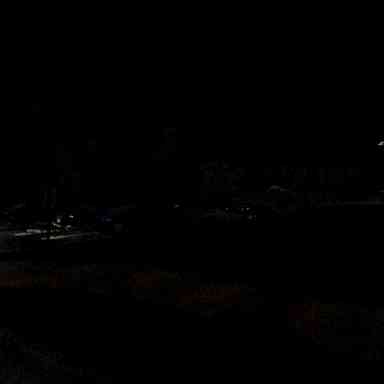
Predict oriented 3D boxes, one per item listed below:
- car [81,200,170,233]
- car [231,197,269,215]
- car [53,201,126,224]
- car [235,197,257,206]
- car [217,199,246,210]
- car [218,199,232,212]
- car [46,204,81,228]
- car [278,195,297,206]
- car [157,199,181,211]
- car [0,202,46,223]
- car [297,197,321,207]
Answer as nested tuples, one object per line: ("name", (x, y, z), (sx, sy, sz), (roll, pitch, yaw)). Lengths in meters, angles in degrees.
("car", (-3.849, 1.471, 20.110), (1.882, 1.535, 5.008), (0, 0, 36))
("car", (6.273, 1.497, 34.029), (1.837, 1.490, 4.892), (0, 0, 36))
("car", (-7.945, 1.537, 26.381), (2.033, 1.411, 5.357), (0, 0, 36))
("car", (9.075, 1.515, 55.585), (1.812, 1.442, 4.674), (0, 0, 36))
("car", (5.378, 1.591, 44.681), (1.895, 1.301, 4.718), (0, 0, 36))
("car", (5.180, 1.592, 38.475), (1.895, 1.301, 4.718), (0, 0, 36))
("car", (-6.661, 1.482, 22.194), (2.128, 1.511, 4.902), (0, 0, 36))
("car", (15.041, 1.298, 51.876), (1.837, 1.490, 4.892), (0, 0, 36))
("car", (-3.469, 1.536, 38.489), (2.033, 1.411, 5.357), (0, 0, 36))
("car", (-12.705, 1.514, 25.785), (1.812, 1.442, 4.674), (0, 0, 36))
("car", (17.871, 1.491, 49.818), (1.882, 1.535, 5.008), (0, 0, 36))
